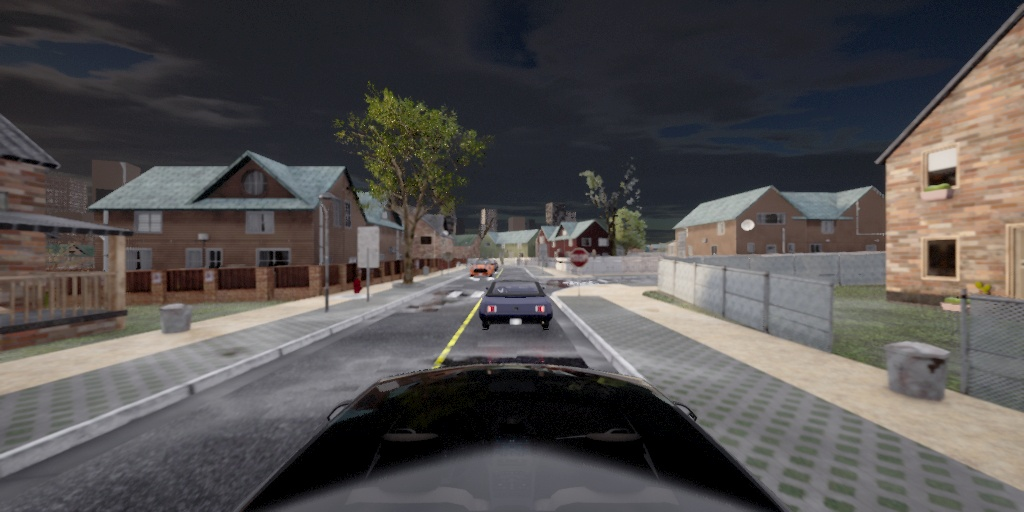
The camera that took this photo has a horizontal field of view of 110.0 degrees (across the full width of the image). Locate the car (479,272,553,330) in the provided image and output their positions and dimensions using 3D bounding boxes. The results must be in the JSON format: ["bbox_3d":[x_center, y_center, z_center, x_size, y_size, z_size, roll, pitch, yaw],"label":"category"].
[{"bbox_3d":[0.098,1.346,11.155,1.895,1.301,4.718,0,0,0],"label":"car"}]

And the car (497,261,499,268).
[{"bbox_3d":[-2.885,1.233,46.363,1.812,1.442,4.674,0,0,0],"label":"car"}]

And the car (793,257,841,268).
[{"bbox_3d":[18.799,0.759,23.342,4.892,1.490,1.837,-1,0,-2],"label":"car"}]

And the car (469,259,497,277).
[{"bbox_3d":[-2.851,1.073,34.596,2.097,1.767,4.553,0,0,0],"label":"car"}]
